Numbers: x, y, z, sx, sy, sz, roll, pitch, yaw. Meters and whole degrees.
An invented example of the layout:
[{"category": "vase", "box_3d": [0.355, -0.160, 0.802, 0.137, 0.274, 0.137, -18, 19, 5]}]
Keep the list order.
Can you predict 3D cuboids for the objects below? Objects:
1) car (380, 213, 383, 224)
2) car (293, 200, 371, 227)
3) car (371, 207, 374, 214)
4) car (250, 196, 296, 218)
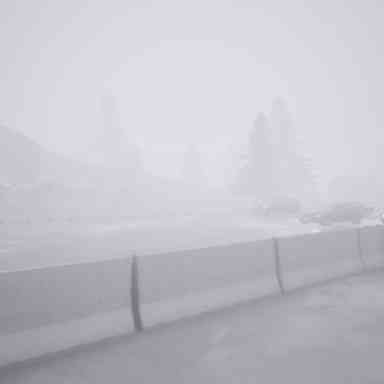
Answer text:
[{"category": "car", "box_3d": [13.529, 1.476, 19.920, 4.718, 1.301, 1.895, 0, 0, -26]}, {"category": "car", "box_3d": [9.088, 1.402, 21.526, 4.674, 1.442, 1.812, 0, 0, -27]}, {"category": "car", "box_3d": [12.532, 1.443, 27.211, 4.718, 1.301, 1.895, 0, 0, -26]}, {"category": "car", "box_3d": [7.170, 1.199, 28.398, 4.553, 1.767, 2.097, 0, 0, -27]}]
